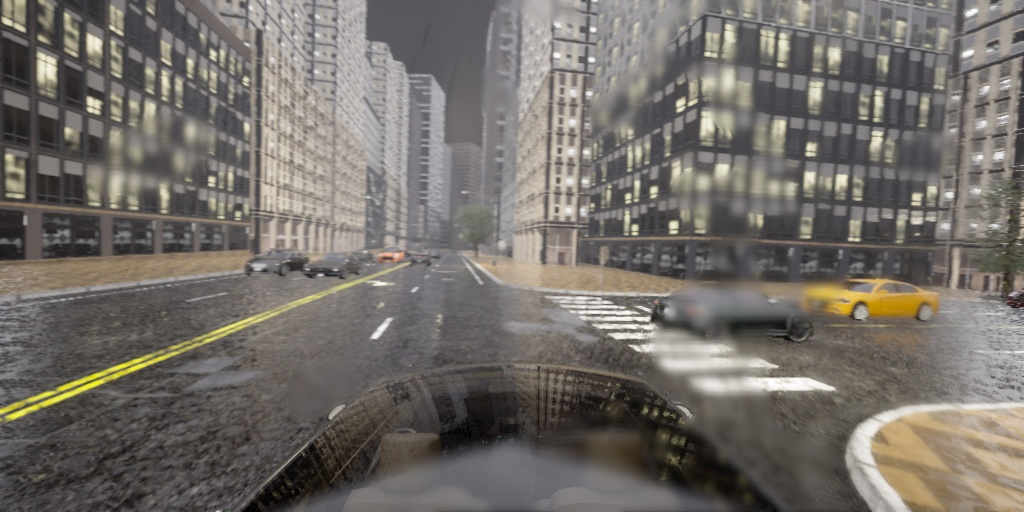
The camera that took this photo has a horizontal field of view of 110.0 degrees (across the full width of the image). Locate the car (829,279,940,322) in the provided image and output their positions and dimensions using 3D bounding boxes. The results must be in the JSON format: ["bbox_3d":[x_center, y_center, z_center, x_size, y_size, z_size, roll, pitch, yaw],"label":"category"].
[{"bbox_3d":[14.261,1.672,14.336,5.008,1.535,1.882,3,2,-10],"label":"car"}]

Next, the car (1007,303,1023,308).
[{"bbox_3d":[14.632,1.961,8.430,4.403,1.370,2.007,0,0,-10],"label":"car"}]

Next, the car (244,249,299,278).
[{"bbox_3d":[-13.405,0.351,20.804,2.128,1.511,4.902,2,1,-9],"label":"car"}]

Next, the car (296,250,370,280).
[{"bbox_3d":[-10.128,0.528,20.862,2.033,1.411,5.357,2,1,-9],"label":"car"}]

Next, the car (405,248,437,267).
[{"bbox_3d":[-9.097,0.223,36.143,2.128,1.511,4.902,2,1,-9],"label":"car"}]

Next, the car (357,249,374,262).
[{"bbox_3d":[-16.314,-0.025,38.936,1.994,1.385,4.181,2,1,-9],"label":"car"}]

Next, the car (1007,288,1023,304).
[{"bbox_3d":[29.848,2.232,19.723,4.097,1.591,1.967,0,0,-10],"label":"car"}]

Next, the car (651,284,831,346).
[{"bbox_3d":[6.018,1.499,9.828,4.181,1.385,1.994,2,1,-16],"label":"car"}]

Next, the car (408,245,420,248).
[{"bbox_3d":[-16.148,-0.747,58.938,2.150,2.045,5.566,2,1,-9],"label":"car"}]

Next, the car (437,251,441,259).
[{"bbox_3d":[-12.687,-0.256,58.439,1.994,1.385,4.181,2,1,-9],"label":"car"}]

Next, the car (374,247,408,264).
[{"bbox_3d":[-12.989,-0.111,38.743,2.097,1.767,4.553,2,1,-9],"label":"car"}]
